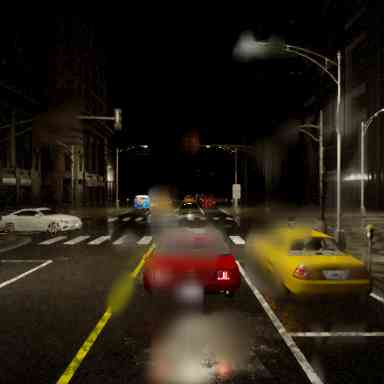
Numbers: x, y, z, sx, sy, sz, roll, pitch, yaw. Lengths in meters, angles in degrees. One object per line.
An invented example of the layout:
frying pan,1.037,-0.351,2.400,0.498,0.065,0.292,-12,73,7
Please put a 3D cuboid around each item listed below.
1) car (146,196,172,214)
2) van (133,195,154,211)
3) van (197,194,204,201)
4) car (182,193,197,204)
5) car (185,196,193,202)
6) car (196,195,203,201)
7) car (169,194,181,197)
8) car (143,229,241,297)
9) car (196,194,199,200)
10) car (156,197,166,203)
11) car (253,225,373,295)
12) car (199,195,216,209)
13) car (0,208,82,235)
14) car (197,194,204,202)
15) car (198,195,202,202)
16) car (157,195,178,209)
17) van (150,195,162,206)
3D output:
car,-3.385,1.486,35.285,1.882,1.535,5.008,0,0,-2
van,-6.120,1.352,40.925,1.690,1.788,3.998,0,0,0
van,2.052,1.391,85.181,1.690,1.788,3.998,0,0,0
car,-0.551,1.509,65.775,1.882,1.535,5.008,0,0,0
car,-0.639,1.487,76.224,1.895,1.301,4.718,0,0,0
car,2.005,1.606,90.707,2.008,1.369,4.403,0,0,0
car,-3.572,1.533,61.159,1.837,1.490,4.892,0,0,0
car,-0.006,1.601,8.520,1.895,1.301,4.718,0,0,0
car,2.244,1.555,63.250,1.752,1.417,4.829,0,0,0
car,-6.349,1.616,68.549,1.802,1.307,4.206,0,0,0
car,2.702,1.526,8.583,1.752,1.417,4.829,0,0,0
car,2.390,1.560,46.505,1.887,1.381,4.507,0,0,0
car,-8.558,1.631,18.846,4.674,1.442,1.812,-2,-2,15
car,2.293,1.569,57.555,1.887,1.381,4.507,0,0,0
car,2.342,1.564,52.030,1.887,1.381,4.507,0,0,0
car,-3.481,1.507,46.475,2.128,1.511,4.902,0,0,0
van,-6.258,1.365,57.500,1.690,1.788,3.998,0,0,0
